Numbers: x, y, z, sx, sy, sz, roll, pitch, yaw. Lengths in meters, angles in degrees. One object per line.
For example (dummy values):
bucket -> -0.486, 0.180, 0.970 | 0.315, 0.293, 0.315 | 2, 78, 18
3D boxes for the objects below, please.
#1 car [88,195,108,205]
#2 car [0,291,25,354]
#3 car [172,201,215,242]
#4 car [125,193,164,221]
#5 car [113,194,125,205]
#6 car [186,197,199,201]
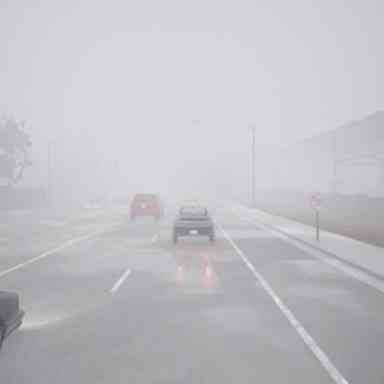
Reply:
car -> -14.117, 1.184, 50.265 | 2.033, 1.411, 5.357 | 0, 1, 0
car -> -3.381, 1.544, 2.461 | 2.033, 1.411, 5.357 | 0, 0, 0
car -> 0.064, 1.427, 16.056 | 2.128, 1.511, 4.902 | 0, 0, 0
car -> -3.459, 1.112, 26.323 | 2.150, 2.045, 5.566 | 0, 0, 0
car -> -10.617, 1.026, 50.298 | 1.882, 1.535, 5.008 | 0, 1, 0
car -> 0.019, 1.263, 35.355 | 1.801, 1.575, 5.366 | 0, 1, 0
